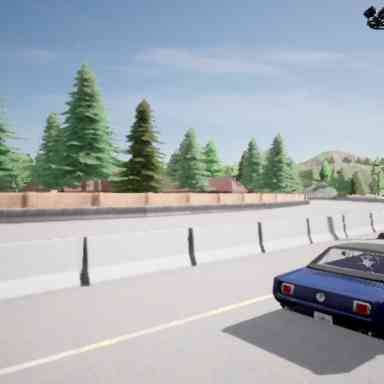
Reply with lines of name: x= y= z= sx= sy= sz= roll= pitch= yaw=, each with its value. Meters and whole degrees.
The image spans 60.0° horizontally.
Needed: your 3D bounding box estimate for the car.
car: x=3.743 y=1.662 z=6.498 sx=4.718 sy=1.301 sz=1.895 roll=0 pitch=-1 yaw=-39
